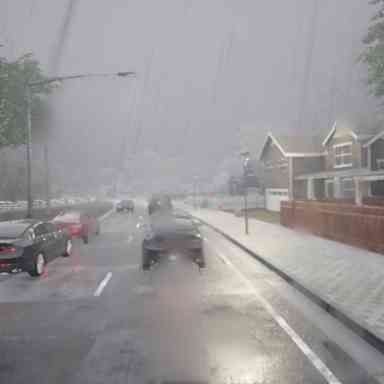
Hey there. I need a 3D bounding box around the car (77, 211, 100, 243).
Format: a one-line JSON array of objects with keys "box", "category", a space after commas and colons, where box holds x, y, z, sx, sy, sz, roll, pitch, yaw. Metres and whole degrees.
[{"box": [-5.793, 1.643, 16.500, 1.812, 1.442, 4.674, -1, 0, -6], "category": "car"}]

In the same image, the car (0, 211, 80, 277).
[{"box": [-5.214, 1.622, 10.516, 1.837, 1.490, 4.892, -1, 0, -5], "category": "car"}]

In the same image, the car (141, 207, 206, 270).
[{"box": [-0.656, 1.503, 11.211, 1.837, 1.490, 4.892, -1, 0, -5], "category": "car"}]

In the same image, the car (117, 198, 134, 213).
[{"box": [-7.765, 1.703, 39.099, 1.895, 1.301, 4.718, -2, 0, -9], "category": "car"}]

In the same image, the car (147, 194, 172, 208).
[{"box": [-3.156, 1.223, 32.329, 2.150, 2.045, 5.566, -1, 0, -9], "category": "car"}]
